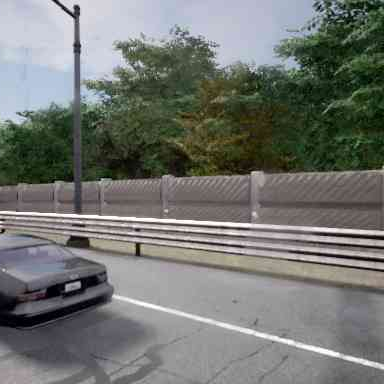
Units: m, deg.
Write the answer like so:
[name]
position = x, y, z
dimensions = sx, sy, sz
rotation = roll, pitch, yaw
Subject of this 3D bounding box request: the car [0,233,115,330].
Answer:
[car]
position = -3.948, 1.589, 6.824
dimensions = 5.357, 1.411, 2.033
rotation = -1, 0, 36
